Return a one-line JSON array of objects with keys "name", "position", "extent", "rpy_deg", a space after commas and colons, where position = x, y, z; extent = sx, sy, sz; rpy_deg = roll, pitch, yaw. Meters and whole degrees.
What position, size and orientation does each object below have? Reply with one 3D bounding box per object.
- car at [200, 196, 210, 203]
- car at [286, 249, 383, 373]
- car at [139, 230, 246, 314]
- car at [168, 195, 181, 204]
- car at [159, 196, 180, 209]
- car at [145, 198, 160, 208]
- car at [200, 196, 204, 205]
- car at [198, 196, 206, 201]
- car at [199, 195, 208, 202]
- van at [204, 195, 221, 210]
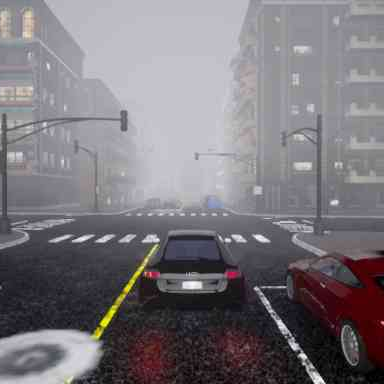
[{"name": "car", "position": [2.693, 1.655, 70.835], "extent": [1.887, 1.381, 4.507], "rpy_deg": [-1, 0, 0]}, {"name": "car", "position": [2.793, 1.581, 5.354], "extent": [1.802, 1.307, 4.206], "rpy_deg": [0, 0, 0]}, {"name": "car", "position": [0.003, 1.563, 7.691], "extent": [1.994, 1.385, 4.181], "rpy_deg": [0, 0, 0]}, {"name": "car", "position": [-3.031, 1.637, 64.613], "extent": [2.033, 1.411, 5.357], "rpy_deg": [0, 0, 1]}, {"name": "car", "position": [-3.089, 1.643, 46.556], "extent": [1.895, 1.301, 4.718], "rpy_deg": [0, 0, 0]}, {"name": "car", "position": [-5.834, 1.629, 48.804], "extent": [1.802, 1.307, 4.206], "rpy_deg": [-1, 0, 0]}, {"name": "car", "position": [2.729, 1.362, 48.753], "extent": [2.192, 1.841, 5.009], "rpy_deg": [-1, 0, 0]}, {"name": "car", "position": [2.768, 1.759, 92.923], "extent": [1.947, 1.339, 4.313], "rpy_deg": [-1, 0, 0]}, {"name": "car", "position": [2.742, 1.589, 81.878], "extent": [1.967, 1.590, 4.097], "rpy_deg": [-1, 0, 0]}, {"name": "van", "position": [2.817, 1.377, 43.256], "extent": [1.690, 1.788, 3.998], "rpy_deg": [-1, 0, 0]}]
